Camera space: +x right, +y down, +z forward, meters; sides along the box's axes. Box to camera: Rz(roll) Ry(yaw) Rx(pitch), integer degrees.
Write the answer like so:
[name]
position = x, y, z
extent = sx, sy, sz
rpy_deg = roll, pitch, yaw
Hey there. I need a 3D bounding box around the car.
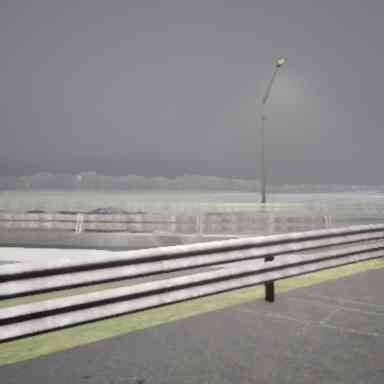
[car]
position = -4.393, 1.529, 18.230
extent = 4.181, 1.385, 1.994
rpy_deg = 0, 0, 7
